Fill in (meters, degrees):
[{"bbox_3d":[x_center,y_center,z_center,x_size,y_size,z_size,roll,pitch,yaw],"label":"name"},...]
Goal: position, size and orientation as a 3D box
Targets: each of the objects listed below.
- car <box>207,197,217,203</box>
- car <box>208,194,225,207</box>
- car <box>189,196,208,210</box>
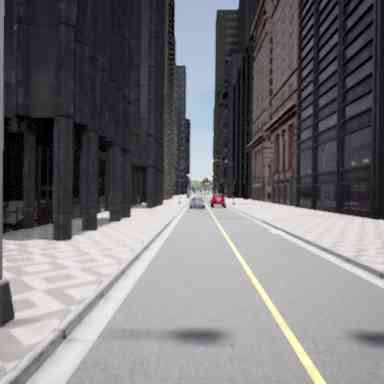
[{"bbox_3d":[4.294,1.710,72.017,1.895,1.301,4.718,1,0,1],"label":"car"},{"bbox_3d":[4.032,1.327,52.347,2.150,2.045,5.566,1,0,1],"label":"car"},{"bbox_3d":[0.702,1.409,44.509,2.097,1.767,4.553,1,0,1],"label":"car"}]
